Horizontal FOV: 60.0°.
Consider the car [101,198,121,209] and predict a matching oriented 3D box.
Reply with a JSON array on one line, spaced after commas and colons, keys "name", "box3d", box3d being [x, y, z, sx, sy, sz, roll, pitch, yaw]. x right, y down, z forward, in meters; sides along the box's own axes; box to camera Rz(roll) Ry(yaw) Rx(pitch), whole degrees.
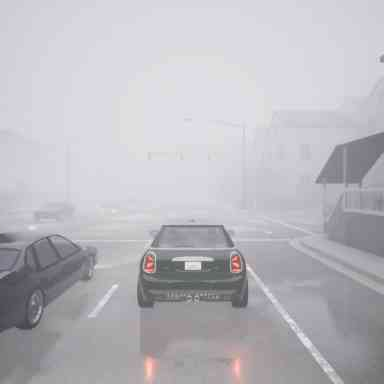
[{"name": "car", "box3d": [-11.045, 1.526, 45.560, 1.812, 1.442, 4.674, 0, 0, -1]}]

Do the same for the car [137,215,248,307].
[{"name": "car", "box3d": [0.006, 1.352, 8.124, 2.097, 1.767, 4.553, 0, 0, 0]}]

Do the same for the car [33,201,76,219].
[{"name": "car", "box3d": [-10.859, 1.478, 26.625, 1.882, 1.535, 5.008, 0, 0, -1]}]

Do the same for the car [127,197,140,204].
[{"name": "car", "box3d": [-11.176, 1.564, 64.160, 1.994, 1.385, 4.181, 0, 0, 0]}]

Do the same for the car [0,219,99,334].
[{"name": "car", "box3d": [-3.485, 1.547, 6.843, 2.033, 1.411, 5.357, 0, 0, 0]}]

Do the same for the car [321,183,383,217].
[{"name": "car", "box3d": [13.707, 0.727, 27.933, 5.566, 2.045, 2.150, -14, 0, -2]}]
